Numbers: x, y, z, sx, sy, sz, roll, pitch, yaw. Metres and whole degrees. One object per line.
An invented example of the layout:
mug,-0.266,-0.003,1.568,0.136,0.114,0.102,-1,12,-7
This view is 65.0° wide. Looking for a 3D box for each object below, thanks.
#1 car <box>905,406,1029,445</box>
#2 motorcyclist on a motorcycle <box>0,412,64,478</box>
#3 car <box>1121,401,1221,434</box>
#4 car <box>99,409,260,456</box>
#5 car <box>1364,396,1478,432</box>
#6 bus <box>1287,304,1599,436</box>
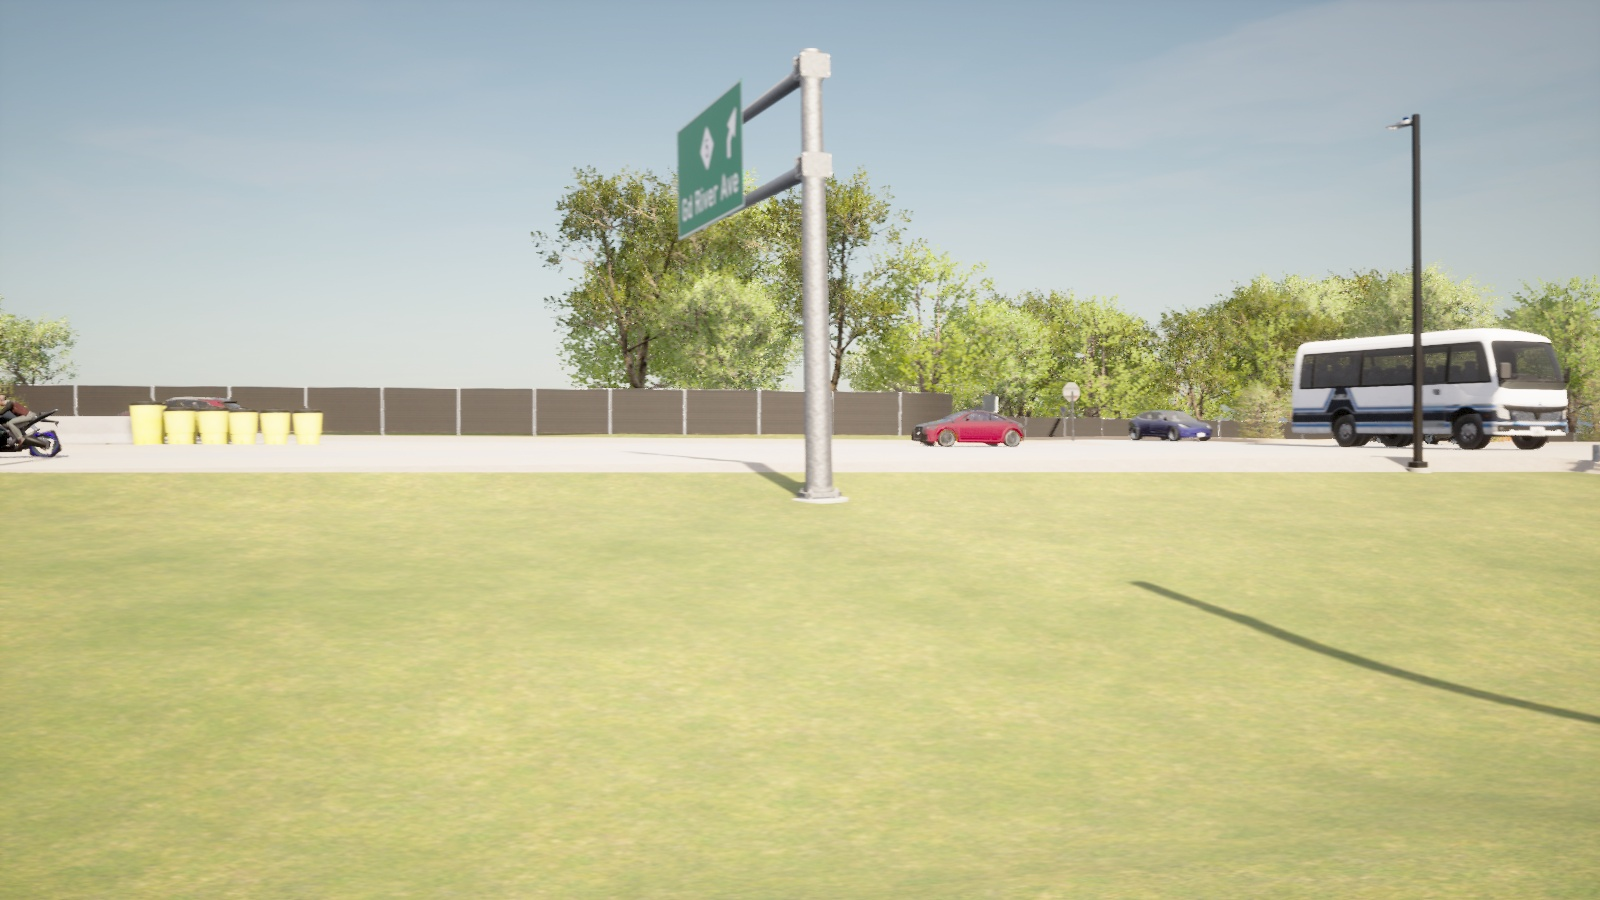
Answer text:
car,6.284,-0.935,47.324,4.181,1.385,1.994,-1,1,-16
motorcyclist on a motorcycle,-18.822,-0.116,29.774,2.191,1.530,0.866,-2,1,-20
car,17.802,-1.552,60.552,2.163,1.488,4.792,-2,2,-20
car,-22.704,-0.649,46.071,4.856,1.649,2.033,-1,2,2
car,29.769,-1.717,60.361,2.033,1.649,4.856,-1,1,-20
bus,23.112,-2.670,46.078,3.944,4.253,10.273,-1,1,-20
